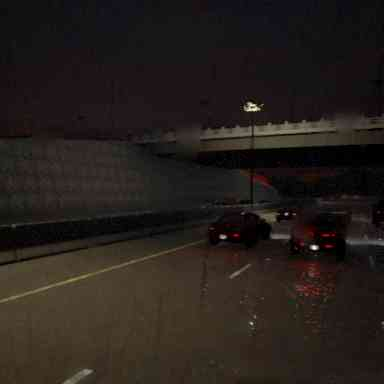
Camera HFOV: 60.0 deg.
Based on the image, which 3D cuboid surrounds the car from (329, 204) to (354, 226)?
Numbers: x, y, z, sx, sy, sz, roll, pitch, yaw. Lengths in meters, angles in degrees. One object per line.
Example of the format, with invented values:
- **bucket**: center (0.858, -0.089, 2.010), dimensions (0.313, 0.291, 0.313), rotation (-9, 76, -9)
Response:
- **car**: center (11.902, 1.746, 26.900), dimensions (2.128, 1.511, 4.902), rotation (0, 0, 27)

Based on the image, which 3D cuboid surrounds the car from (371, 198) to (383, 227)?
- **car**: center (14.623, 1.491, 24.527), dimensions (2.150, 2.045, 5.566), rotation (0, 0, 27)

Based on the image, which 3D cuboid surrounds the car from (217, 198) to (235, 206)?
- **car**: center (7.099, 1.883, 64.658), dimensions (1.882, 1.535, 5.008), rotation (0, 0, 27)

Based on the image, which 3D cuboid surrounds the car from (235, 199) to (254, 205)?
- **car**: center (10.323, 1.993, 63.292), dimensions (1.994, 1.385, 4.181), rotation (0, 0, 27)

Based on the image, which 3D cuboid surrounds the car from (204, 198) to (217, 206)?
- **car**: center (3.866, 1.944, 65.999), dimensions (1.994, 1.385, 4.181), rotation (0, 0, 27)

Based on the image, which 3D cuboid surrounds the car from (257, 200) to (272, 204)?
- **car**: center (13.491, 2.052, 61.793), dimensions (1.895, 1.301, 4.718), rotation (0, 0, 27)

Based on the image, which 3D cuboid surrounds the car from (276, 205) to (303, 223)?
- **car**: center (8.317, 1.770, 27.571), dimensions (2.033, 1.411, 5.357), rotation (0, 0, 27)

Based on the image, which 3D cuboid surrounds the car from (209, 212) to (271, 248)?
- **car**: center (2.294, 1.626, 15.358), dimensions (1.812, 1.442, 4.674), rotation (0, 0, 27)

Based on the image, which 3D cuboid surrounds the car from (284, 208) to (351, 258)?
- **car**: center (5.253, 1.626, 13.456), dimensions (1.837, 1.490, 4.892), rotation (0, 0, 27)
